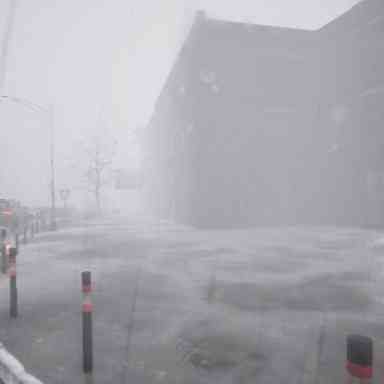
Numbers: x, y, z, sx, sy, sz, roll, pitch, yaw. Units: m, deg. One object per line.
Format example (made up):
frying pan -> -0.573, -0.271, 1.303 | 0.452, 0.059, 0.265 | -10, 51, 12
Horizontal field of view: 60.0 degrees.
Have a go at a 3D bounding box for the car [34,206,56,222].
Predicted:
car -> -14.921, 2.146, 32.041 | 2.033, 1.411, 5.357 | -1, -1, -13

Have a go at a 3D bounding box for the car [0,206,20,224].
car -> -18.111, 2.130, 31.534 | 1.882, 1.535, 5.008 | -1, -1, -12

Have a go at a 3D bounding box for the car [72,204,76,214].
car -> -19.600, 2.675, 52.886 | 2.128, 1.511, 4.902 | -1, -1, -13

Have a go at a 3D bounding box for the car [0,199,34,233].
car -> -12.203, 1.519, 21.683 | 2.150, 2.045, 5.566 | -1, -1, -16

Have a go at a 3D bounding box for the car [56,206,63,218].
car -> -16.042, 2.302, 37.030 | 1.994, 1.385, 4.181 | -1, -1, -13

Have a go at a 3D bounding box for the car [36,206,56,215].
car -> -22.683, 2.823, 51.795 | 1.895, 1.301, 4.718 | -1, -1, -13

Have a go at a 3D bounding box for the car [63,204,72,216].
car -> -17.711, 2.511, 44.472 | 1.994, 1.385, 4.181 | -1, -1, -13

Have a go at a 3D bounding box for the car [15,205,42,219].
car -> -20.427, 2.417, 41.730 | 1.882, 1.535, 5.008 | -1, -1, -13
